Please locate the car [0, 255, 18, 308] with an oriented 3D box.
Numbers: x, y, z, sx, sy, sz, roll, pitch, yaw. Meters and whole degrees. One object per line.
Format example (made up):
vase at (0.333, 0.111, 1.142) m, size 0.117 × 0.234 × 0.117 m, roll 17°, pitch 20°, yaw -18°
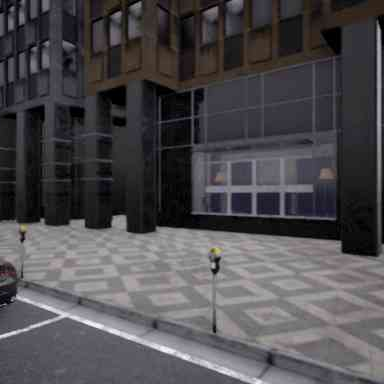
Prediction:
car at (-5.182, 1.569, 6.660) m, size 4.403 × 1.369 × 2.008 m, roll 0°, pitch 0°, yaw 36°
